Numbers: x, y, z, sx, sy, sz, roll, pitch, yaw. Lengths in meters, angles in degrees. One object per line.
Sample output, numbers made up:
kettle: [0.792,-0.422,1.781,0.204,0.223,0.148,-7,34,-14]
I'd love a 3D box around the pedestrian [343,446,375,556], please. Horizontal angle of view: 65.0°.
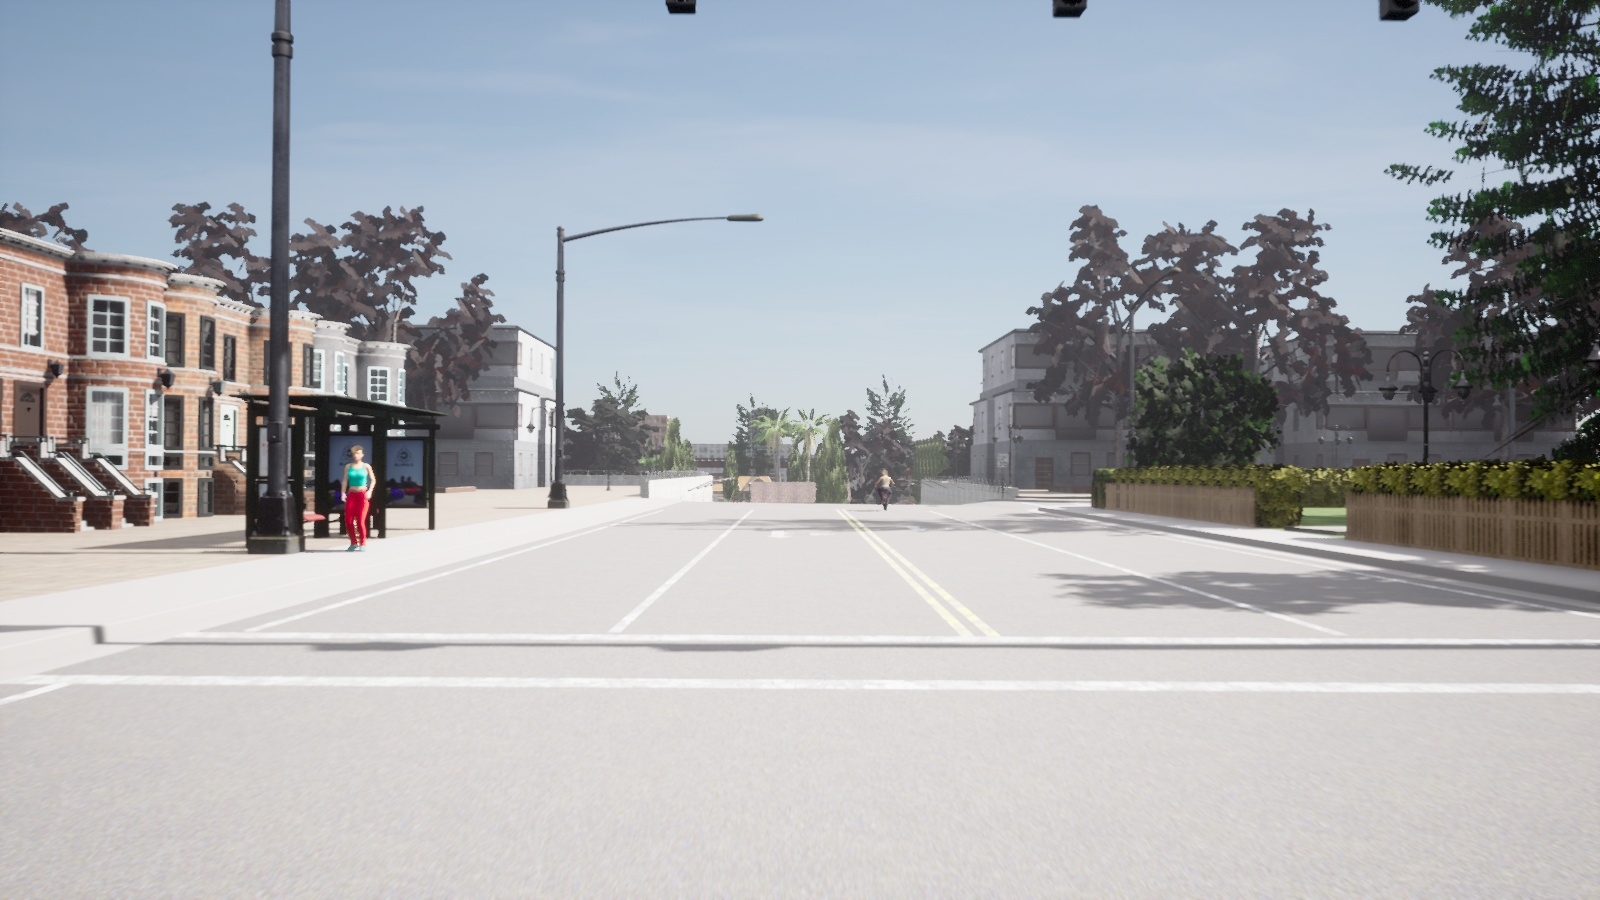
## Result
pedestrian: [-7.495,0.862,21.340,0.345,1.836,0.594,0,-1,-2]
